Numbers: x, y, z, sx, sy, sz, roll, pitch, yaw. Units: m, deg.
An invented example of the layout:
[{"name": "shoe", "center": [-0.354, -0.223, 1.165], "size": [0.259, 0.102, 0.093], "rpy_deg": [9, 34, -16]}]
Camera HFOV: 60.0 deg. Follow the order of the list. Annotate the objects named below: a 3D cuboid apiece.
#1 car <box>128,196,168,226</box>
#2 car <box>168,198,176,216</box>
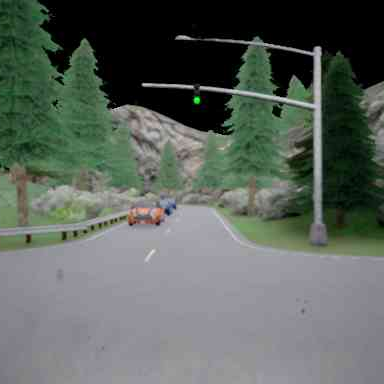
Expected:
[{"name": "car", "center": [-3.128, 1.366, 23.587], "size": [2.097, 1.767, 4.553], "rpy_deg": [0, 0, 1]}, {"name": "car", "center": [-2.946, 1.491, 32.722], "size": [1.882, 1.535, 5.008], "rpy_deg": [0, 0, 1]}]
